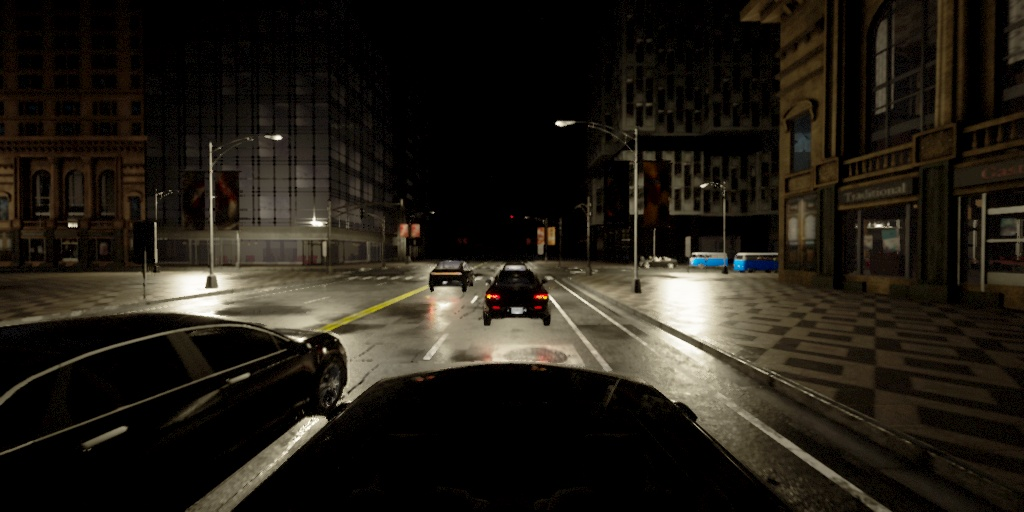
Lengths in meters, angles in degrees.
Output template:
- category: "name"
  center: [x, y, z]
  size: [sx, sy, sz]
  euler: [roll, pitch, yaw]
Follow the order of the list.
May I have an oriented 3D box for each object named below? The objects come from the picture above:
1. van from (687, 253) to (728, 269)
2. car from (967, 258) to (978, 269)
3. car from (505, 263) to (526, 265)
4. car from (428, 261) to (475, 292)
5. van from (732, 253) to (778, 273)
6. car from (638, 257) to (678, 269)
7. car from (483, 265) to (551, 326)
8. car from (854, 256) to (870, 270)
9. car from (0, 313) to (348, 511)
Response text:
- category: "van"
  center: [21.656, 0.532, 39.735]
  size: [3.998, 1.789, 1.690]
  euler: [0, 0, 0]
- category: "car"
  center: [38.441, 0.707, 31.067]
  size: [4.097, 1.591, 1.967]
  euler: [0, 0, 0]
- category: "car"
  center: [0.177, 1.076, 19.434]
  size: [1.994, 1.385, 4.181]
  euler: [0, 1, 0]
- category: "car"
  center: [-3.078, 1.007, 18.970]
  size: [2.128, 1.511, 4.902]
  euler: [0, 0, 0]
- category: "van"
  center: [21.585, 0.637, 31.211]
  size: [3.998, 1.789, 1.690]
  euler: [0, 0, 0]
- category: "car"
  center: [16.037, 0.752, 39.783]
  size: [4.403, 1.370, 2.007]
  euler: [0, 0, 0]
- category: "car"
  center: [0.139, 1.151, 11.048]
  size: [1.812, 1.442, 4.674]
  euler: [0, 0, 0]
- category: "car"
  center: [32.822, 0.858, 31.115]
  size: [4.207, 1.307, 1.802]
  euler: [0, 0, 0]
- category: "car"
  center: [-3.147, 1.237, 2.950]
  size: [1.837, 1.490, 4.892]
  euler: [0, 1, 0]
